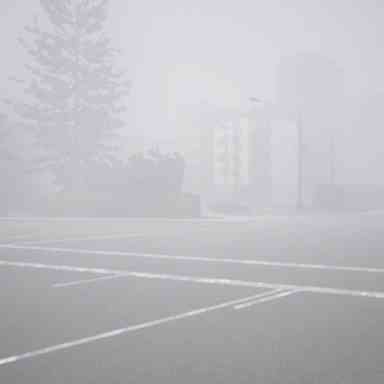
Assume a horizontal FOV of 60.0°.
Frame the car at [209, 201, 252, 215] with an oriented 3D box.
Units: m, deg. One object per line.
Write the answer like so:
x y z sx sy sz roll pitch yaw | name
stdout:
3.798 1.538 33.545 1.895 1.301 4.718 0 0 -35 | car
